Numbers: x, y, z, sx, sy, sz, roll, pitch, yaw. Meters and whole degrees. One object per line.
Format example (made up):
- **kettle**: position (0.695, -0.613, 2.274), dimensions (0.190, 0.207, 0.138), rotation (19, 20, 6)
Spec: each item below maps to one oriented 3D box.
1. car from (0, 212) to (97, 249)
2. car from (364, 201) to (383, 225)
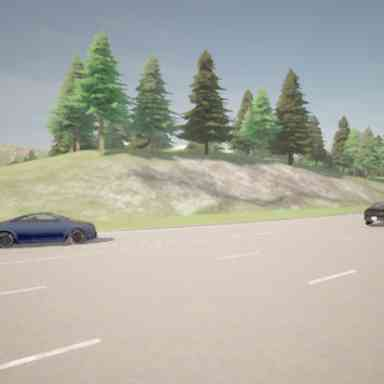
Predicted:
- **car**: position (-6.289, 1.544, 14.389), dimensions (4.181, 1.385, 1.994), rotation (0, 0, -17)
- **car**: position (13.095, 1.360, 21.689), dimensions (4.892, 1.490, 1.837), rotation (0, 0, -36)
